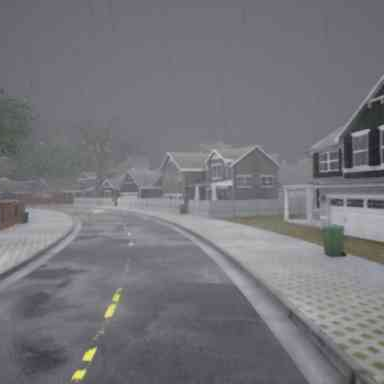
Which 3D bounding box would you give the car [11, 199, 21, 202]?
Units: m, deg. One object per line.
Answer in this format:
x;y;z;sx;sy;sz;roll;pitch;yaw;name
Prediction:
-36.387;2.126;68.006;4.181;1.385;1.994;-1;0;32;car
